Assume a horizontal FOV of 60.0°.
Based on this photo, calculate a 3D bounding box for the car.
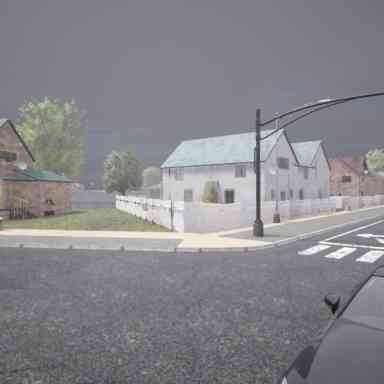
[{"bbox_3d":[2.573,1.525,3.480,1.812,1.442,4.674,0,0,42],"label":"car"}]
